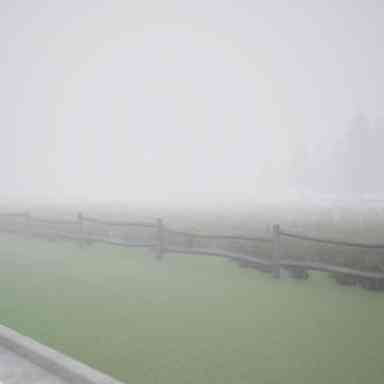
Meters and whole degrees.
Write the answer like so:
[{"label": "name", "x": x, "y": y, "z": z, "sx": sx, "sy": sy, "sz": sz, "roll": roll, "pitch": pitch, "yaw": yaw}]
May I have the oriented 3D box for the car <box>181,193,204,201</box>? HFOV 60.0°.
[{"label": "car", "x": 0.033, "y": 1.202, "z": 66.037, "sx": 4.605, "sy": 1.855, "sz": 1.932, "roll": 0, "pitch": 0, "yaw": 35}]
